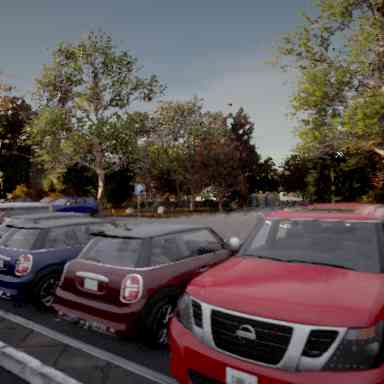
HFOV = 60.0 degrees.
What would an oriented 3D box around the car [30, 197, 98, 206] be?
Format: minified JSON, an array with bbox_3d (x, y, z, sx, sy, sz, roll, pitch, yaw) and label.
[{"bbox_3d":[-11.269,1.522,30.550,2.435,2.045,5.566,-1,0,35],"label":"car"}]

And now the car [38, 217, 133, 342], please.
[{"bbox_3d":[-0.273,1.395,6.681,2.185,1.767,4.553,-1,0,35],"label":"car"}]

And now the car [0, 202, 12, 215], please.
[{"bbox_3d":[-24.783,2.012,40.156,2.163,1.488,4.792,-1,-1,35],"label":"car"}]

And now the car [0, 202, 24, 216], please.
[{"bbox_3d":[-22.479,1.973,38.590,2.163,1.488,4.792,-1,-1,35],"label":"car"}]

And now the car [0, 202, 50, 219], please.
[{"bbox_3d":[-17.960,1.870,35.336,2.097,1.535,5.008,-1,-1,35],"label":"car"}]

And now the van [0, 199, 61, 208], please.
[{"bbox_3d":[-7.178,1.388,11.485,1.878,1.987,4.442,-1,0,35],"label":"van"}]

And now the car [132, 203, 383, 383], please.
[{"bbox_3d":[2.012,1.239,5.060,2.435,2.045,5.566,-1,0,35],"label":"car"}]

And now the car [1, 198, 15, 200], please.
[{"bbox_3d":[-20.247,1.654,36.934,2.435,2.045,5.566,-1,-1,35],"label":"car"}]

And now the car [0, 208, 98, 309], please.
[{"bbox_3d":[-2.558,1.426,8.305,2.185,1.767,4.553,-1,0,35],"label":"car"}]

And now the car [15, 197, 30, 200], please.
[{"bbox_3d":[-13.438,1.551,32.092,2.435,2.045,5.566,-1,0,35],"label":"car"}]

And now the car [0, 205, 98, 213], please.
[{"bbox_3d":[-4.807,1.457,9.981,2.185,1.767,4.553,-1,0,35],"label":"car"}]

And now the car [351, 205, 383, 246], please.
[{"bbox_3d":[9.310,1.496,15.962,2.231,1.521,4.892,-1,0,35],"label":"car"}]
